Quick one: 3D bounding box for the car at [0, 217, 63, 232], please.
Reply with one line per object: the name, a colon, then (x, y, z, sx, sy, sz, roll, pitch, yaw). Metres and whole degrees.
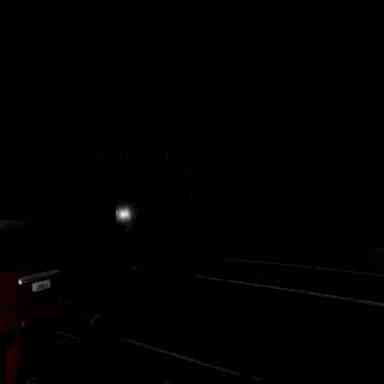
car: (-3.990, 1.379, 5.910, 5.009, 1.841, 2.192, -1, 0, 35)

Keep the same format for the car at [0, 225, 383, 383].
car: (0.559, 1.325, 2.668, 5.009, 1.841, 2.192, -1, 0, 35)
